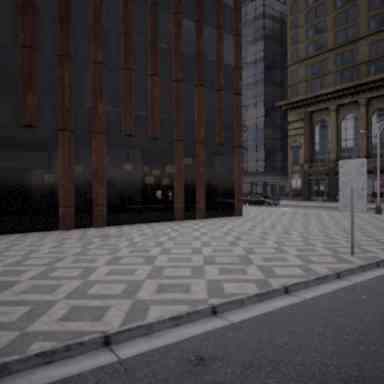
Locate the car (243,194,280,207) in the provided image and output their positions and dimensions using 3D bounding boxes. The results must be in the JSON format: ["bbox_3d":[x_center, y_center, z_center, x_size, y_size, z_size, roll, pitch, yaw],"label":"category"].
[{"bbox_3d":[8.270,1.069,39.712,1.837,1.490,4.892,-1,1,-35],"label":"car"}]
